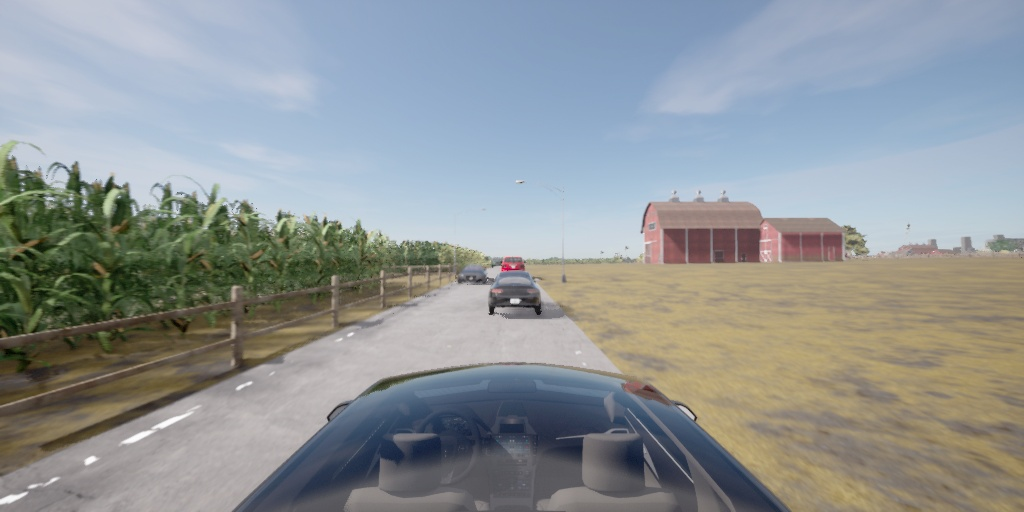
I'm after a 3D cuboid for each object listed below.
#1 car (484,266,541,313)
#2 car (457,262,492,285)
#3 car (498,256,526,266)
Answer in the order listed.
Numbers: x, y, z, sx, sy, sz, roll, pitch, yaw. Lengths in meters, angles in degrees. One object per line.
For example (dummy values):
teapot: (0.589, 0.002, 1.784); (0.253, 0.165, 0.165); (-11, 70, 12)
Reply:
car: (0.090, 1.291, 13.862); (1.812, 1.442, 4.674); (0, 0, 0)
car: (-2.838, 1.366, 26.737); (1.994, 1.385, 4.181); (0, 0, 0)
car: (0.110, 1.045, 33.444); (2.150, 2.045, 5.566); (0, 0, 0)
